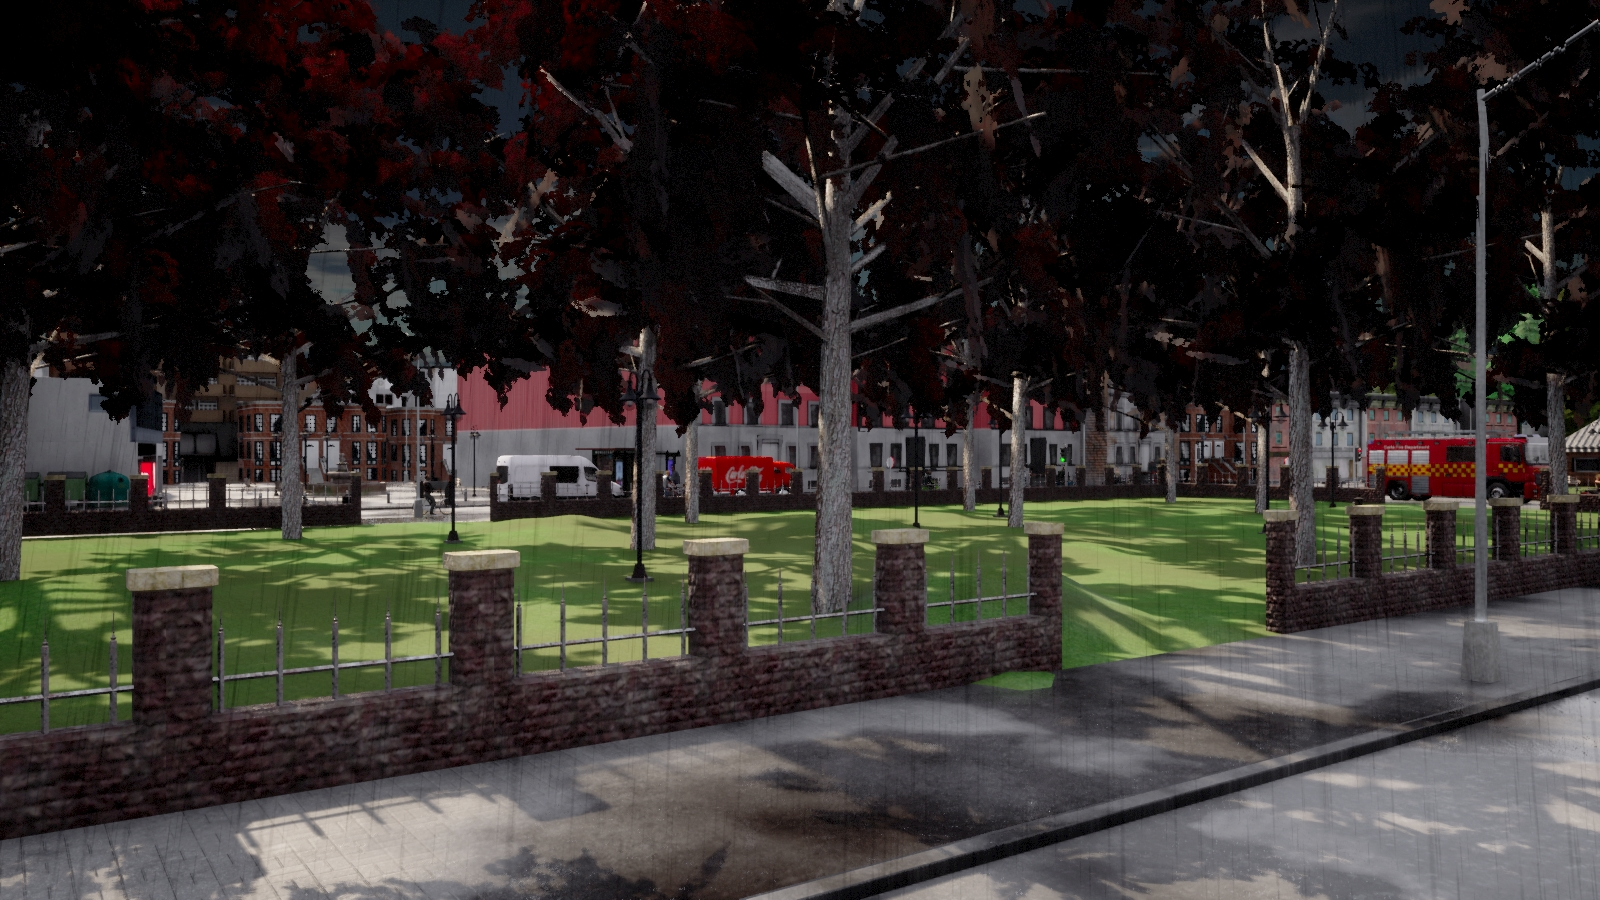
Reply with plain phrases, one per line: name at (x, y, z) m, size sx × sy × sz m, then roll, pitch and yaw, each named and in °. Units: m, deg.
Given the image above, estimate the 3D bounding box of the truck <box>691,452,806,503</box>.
truck at (-2.581, 1.335, 57.892) m, size 5.204 × 2.467 × 2.627 m, roll 0°, pitch 0°, yaw -35°

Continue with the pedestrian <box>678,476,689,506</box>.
pedestrian at (-5.121, 1.794, 50.248) m, size 0.375 × 1.300 × 0.375 m, roll 0°, pitch 0°, yaw -35°

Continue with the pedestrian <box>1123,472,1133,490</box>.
pedestrian at (20.012, 1.883, 69.779) m, size 0.500 × 1.100 × 0.500 m, roll 0°, pitch 0°, yaw 27°

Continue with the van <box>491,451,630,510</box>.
van at (-10.854, 1.306, 52.106) m, size 5.915 × 2.561 × 1.988 m, roll 0°, pitch 0°, yaw -35°

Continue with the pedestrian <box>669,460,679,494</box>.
pedestrian at (-7.060, 1.512, 63.977) m, size 0.375 × 1.860 × 0.375 m, roll 0°, pitch 0°, yaw -40°

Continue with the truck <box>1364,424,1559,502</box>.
truck at (34.631, 0.645, 60.204) m, size 2.891 × 3.827 × 8.468 m, roll 0°, pitch 0°, yaw -34°

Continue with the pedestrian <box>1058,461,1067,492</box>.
pedestrian at (15.922, 1.607, 69.380) m, size 0.375 × 1.860 × 0.375 m, roll 0°, pitch 0°, yaw -40°
